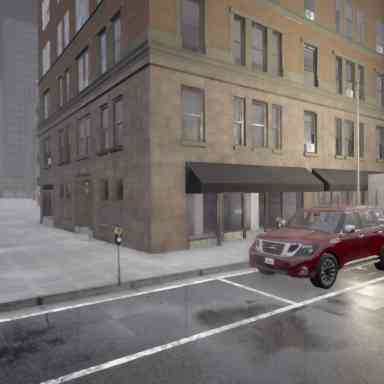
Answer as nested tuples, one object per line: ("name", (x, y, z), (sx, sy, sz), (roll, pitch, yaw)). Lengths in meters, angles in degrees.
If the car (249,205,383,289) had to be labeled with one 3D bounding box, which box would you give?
("car", (3.868, 1.313, 9.316), (5.009, 1.841, 2.192), (0, -1, -36))
